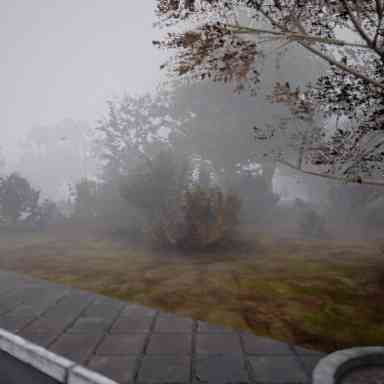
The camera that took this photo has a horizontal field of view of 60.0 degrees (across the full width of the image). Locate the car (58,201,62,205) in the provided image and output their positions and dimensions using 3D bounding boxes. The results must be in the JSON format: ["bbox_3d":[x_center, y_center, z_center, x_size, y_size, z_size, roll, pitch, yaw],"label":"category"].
[{"bbox_3d":[-16.930,1.732,41.484,2.033,1.411,5.357,0,0,32],"label":"car"}]
